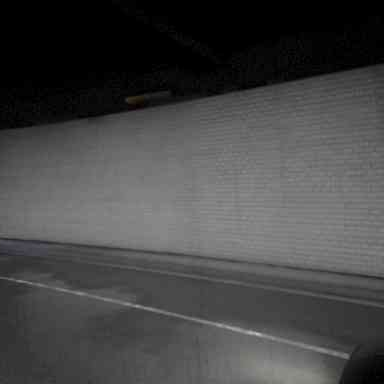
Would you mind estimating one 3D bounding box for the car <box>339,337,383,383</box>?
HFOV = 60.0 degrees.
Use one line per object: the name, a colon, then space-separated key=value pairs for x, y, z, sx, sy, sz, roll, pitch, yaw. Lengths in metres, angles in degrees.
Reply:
car: x=3.284 y=1.479 z=1.539 sx=4.892 sy=1.490 sz=1.837 roll=-1 pitch=-1 yaw=35
